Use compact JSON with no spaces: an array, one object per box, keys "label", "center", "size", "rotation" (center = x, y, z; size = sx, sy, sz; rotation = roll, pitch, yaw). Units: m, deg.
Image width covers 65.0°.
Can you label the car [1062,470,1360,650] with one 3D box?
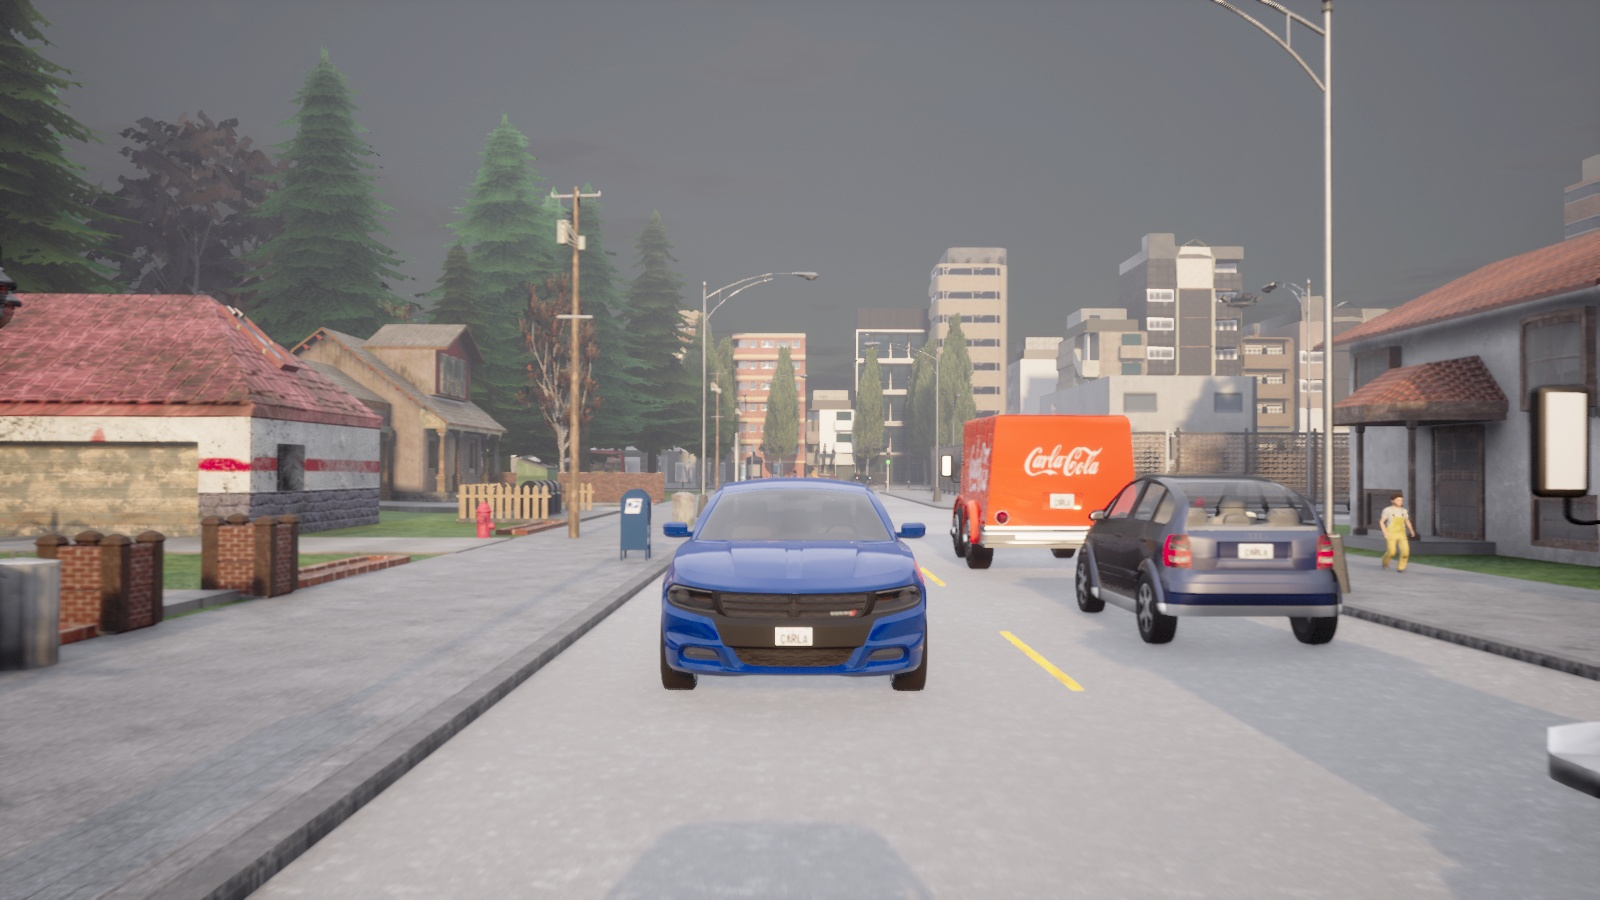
[{"label":"car","center":[3.957,0.990,12.762],"size":[1.789,1.549,3.705],"rotation":[0,-1,0]}]

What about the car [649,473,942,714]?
[{"label":"car","center":[-0.039,0.971,10.597],"size":[1.882,1.535,5.008],"rotation":[0,-1,0]}]

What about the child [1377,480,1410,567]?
[{"label":"child","center":[8.795,1.082,18.617],"size":[0.270,1.263,0.437],"rotation":[0,-1,-1]}]

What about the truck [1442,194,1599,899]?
[{"label":"truck","center":[3.987,0.363,2.594],"size":[2.627,2.467,5.204],"rotation":[0,0,0]}]

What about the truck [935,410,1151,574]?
[{"label":"truck","center":[3.933,0.674,21.521],"size":[2.627,2.467,5.204],"rotation":[0,-1,-1]}]
